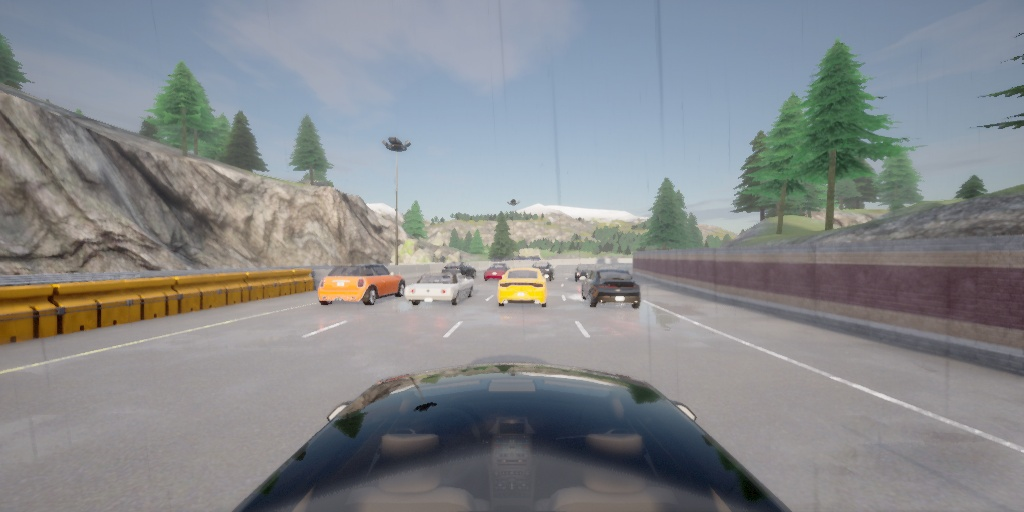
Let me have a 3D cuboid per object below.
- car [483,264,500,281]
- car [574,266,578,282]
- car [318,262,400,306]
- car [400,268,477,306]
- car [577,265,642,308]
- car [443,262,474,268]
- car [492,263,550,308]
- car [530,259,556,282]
[{"bbox_3d":[-0.971,1.320,29.663,1.994,1.385,4.181,0,0,11],"label":"car"},{"bbox_3d":[5.907,1.364,28.361,1.895,1.301,4.718,0,0,11],"label":"car"},{"bbox_3d":[-6.434,1.113,15.983,2.097,1.767,4.553,0,0,5],"label":"car"},{"bbox_3d":[-2.943,1.363,15.730,1.895,1.301,4.718,0,0,5],"label":"car"},{"bbox_3d":[4.027,1.264,15.074,1.837,1.490,4.892,0,0,5],"label":"car"},{"bbox_3d":[-4.407,1.242,30.329,2.128,1.511,4.902,0,0,11],"label":"car"},{"bbox_3d":[0.541,1.232,15.387,1.882,1.535,5.008,0,0,5],"label":"car"},{"bbox_3d":[2.466,1.243,28.997,2.128,1.511,4.902,0,0,11],"label":"car"}]
